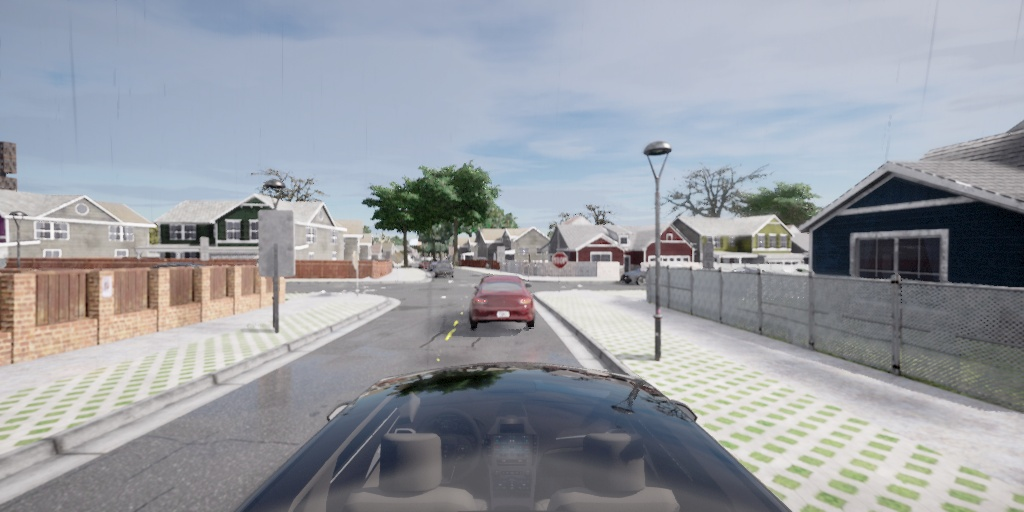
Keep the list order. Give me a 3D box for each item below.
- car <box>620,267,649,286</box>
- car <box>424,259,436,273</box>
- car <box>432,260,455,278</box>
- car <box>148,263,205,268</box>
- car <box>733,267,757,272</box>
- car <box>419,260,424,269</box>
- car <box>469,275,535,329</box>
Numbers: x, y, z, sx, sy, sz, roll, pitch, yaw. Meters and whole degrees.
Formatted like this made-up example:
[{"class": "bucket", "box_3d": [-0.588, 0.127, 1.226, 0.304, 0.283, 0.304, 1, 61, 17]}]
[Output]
[{"class": "car", "box_3d": [10.670, 1.551, 28.177, 4.181, 1.385, 1.994, 1, 1, -15]}, {"class": "car", "box_3d": [-10.707, 1.546, 50.396, 2.033, 1.411, 5.357, 0, 0, -18]}, {"class": "car", "box_3d": [-6.919, 1.430, 36.321, 1.837, 1.490, 4.892, 0, 0, -13]}, {"class": "car", "box_3d": [-21.019, 1.158, 22.095, 4.892, 1.490, 1.837, 1, 1, -7]}, {"class": "car", "box_3d": [19.937, 1.656, 30.713, 4.181, 1.385, 1.994, 1, 1, -17]}, {"class": "car", "box_3d": [-15.170, 1.418, 63.147, 2.097, 1.767, 4.553, 0, 0, -21]}, {"class": "car", "box_3d": [-0.336, 1.319, 11.386, 1.812, 1.442, 4.674, 0, 0, -3]}]
